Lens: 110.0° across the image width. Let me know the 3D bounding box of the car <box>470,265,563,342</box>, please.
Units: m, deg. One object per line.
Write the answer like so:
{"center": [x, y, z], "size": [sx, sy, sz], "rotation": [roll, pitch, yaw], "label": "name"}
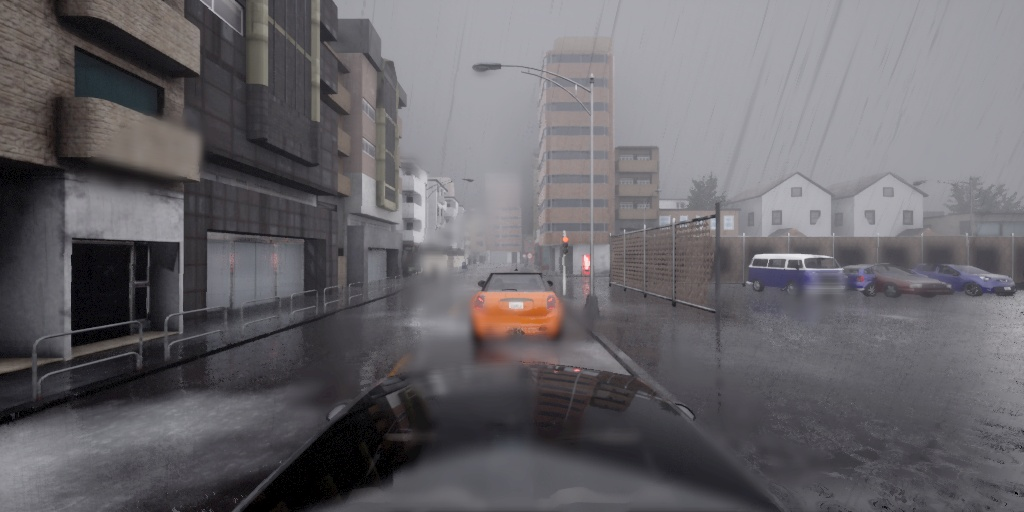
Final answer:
{"center": [0.101, 1.102, 9.965], "size": [2.097, 1.767, 4.553], "rotation": [0, 0, 0], "label": "car"}
